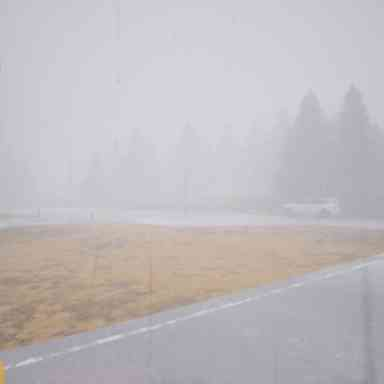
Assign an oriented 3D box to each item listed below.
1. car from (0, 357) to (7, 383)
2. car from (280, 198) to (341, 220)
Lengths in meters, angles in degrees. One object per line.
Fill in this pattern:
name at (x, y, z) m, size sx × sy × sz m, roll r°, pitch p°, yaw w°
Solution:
car at (-3.679, 1.473, 1.457) m, size 5.008 × 1.535 × 1.882 m, roll 1°, pitch 0°, yaw -34°
car at (11.544, 1.577, 32.497) m, size 5.566 × 2.045 × 2.150 m, roll 0°, pitch -1°, yaw 33°
